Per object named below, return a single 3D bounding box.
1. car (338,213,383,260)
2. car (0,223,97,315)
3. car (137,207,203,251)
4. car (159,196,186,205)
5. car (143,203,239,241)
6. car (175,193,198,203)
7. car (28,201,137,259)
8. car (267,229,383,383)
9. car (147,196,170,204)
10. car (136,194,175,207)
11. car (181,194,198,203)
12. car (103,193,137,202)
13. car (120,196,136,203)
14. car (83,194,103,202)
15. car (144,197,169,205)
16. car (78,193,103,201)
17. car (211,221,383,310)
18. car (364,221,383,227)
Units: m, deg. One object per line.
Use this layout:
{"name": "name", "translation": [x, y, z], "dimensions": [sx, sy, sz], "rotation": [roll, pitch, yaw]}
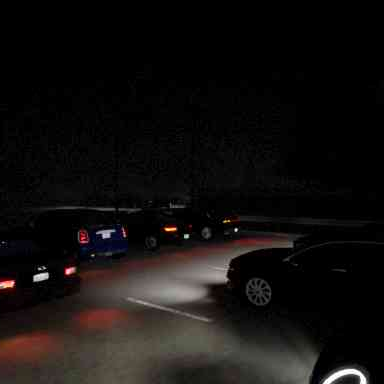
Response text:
{"name": "car", "translation": [8.008, 1.547, 11.173], "dimensions": [5.357, 1.411, 2.033], "rotation": [0, 0, 36]}
{"name": "car", "translation": [-4.694, 1.547, 7.336], "dimensions": [5.357, 1.411, 2.033], "rotation": [0, 0, 36]}
{"name": "car", "translation": [-2.078, 1.526, 14.085], "dimensions": [4.674, 1.442, 1.812], "rotation": [0, 0, 36]}
{"name": "car", "translation": [-3.412, 1.478, 59.244], "dimensions": [1.882, 1.535, 5.008], "rotation": [0, 0, 36]}
{"name": "car", "translation": [0.084, 1.505, 16.837], "dimensions": [4.892, 1.490, 1.837], "rotation": [0, 0, 36]}
{"name": "car", "translation": [-0.042, 1.222, 57.905], "dimensions": [2.150, 2.045, 5.566], "rotation": [0, 0, 38]}
{"name": "car", "translation": [-4.340, 1.352, 11.396], "dimensions": [4.553, 1.767, 2.097], "rotation": [0, 0, 36]}
{"name": "car", "translation": [3.005, 1.352, 1.845], "dimensions": [4.553, 1.767, 2.097], "rotation": [0, 0, 36]}
{"name": "car", "translation": [-6.638, 1.507, 66.615], "dimensions": [1.837, 1.490, 4.892], "rotation": [0, -1, 37]}
{"name": "car", "translation": [-4.941, 1.352, 45.266], "dimensions": [2.097, 1.767, 4.553], "rotation": [0, 0, 36]}
{"name": "car", "translation": [0.929, 1.492, 53.337], "dimensions": [2.128, 1.511, 4.902], "rotation": [0, 0, 36]}
{"name": "car", "translation": [-10.157, 1.221, 50.000], "dimensions": [2.150, 2.045, 5.566], "rotation": [0, 0, 35]}
{"name": "car", "translation": [-7.519, 1.601, 47.672], "dimensions": [1.895, 1.301, 4.718], "rotation": [0, 0, 36]}
{"name": "car", "translation": [-13.658, 1.492, 51.127], "dimensions": [2.128, 1.511, 4.902], "rotation": [0, 0, 36]}
{"name": "car", "translation": [-6.422, 1.601, 61.047], "dimensions": [1.895, 1.301, 4.718], "rotation": [0, 0, 36]}
{"name": "car", "translation": [-15.835, 1.222, 54.094], "dimensions": [2.150, 2.045, 5.566], "rotation": [0, 0, 35]}
{"name": "car", "translation": [2.969, 1.505, 6.177], "dimensions": [4.892, 1.490, 1.837], "rotation": [0, 0, 36]}
{"name": "car", "translation": [5.088, 1.526, 8.954], "dimensions": [4.674, 1.442, 1.812], "rotation": [0, 0, 36]}
